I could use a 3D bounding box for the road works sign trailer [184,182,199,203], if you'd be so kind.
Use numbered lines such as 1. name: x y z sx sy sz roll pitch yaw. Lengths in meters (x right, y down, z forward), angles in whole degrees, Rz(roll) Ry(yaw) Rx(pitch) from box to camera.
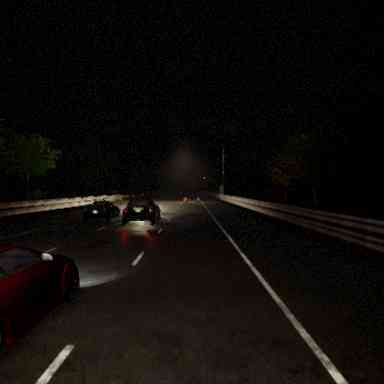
1. road works sign trailer: -0.006 0.071 57.332 2.380 3.560 2.880 0 0 0

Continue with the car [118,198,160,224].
1. car: -3.402 1.198 23.097 2.097 1.767 4.553 0 0 0

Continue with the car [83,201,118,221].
1. car: -6.901 1.392 25.712 1.994 1.385 4.181 0 0 0

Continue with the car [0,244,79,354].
1. car: -3.398 1.529 5.444 1.994 1.385 4.181 0 0 0
